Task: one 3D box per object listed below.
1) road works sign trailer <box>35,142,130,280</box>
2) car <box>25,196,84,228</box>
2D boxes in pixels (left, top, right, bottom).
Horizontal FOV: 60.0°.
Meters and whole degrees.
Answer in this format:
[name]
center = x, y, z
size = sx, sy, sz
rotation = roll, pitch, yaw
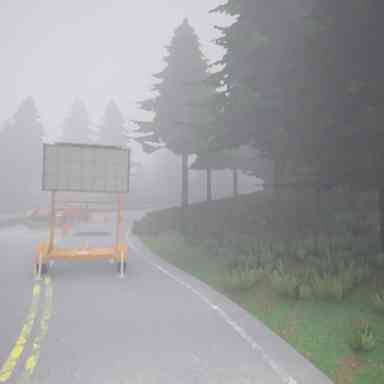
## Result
[road works sign trailer]
center = -3.092, 0.401, 9.788
size = 2.380, 3.560, 2.880
rotation = 2, 0, -15
[car]
center = -8.260, 1.165, 20.367
size = 2.097, 1.767, 4.553
rotation = 0, 0, -1
